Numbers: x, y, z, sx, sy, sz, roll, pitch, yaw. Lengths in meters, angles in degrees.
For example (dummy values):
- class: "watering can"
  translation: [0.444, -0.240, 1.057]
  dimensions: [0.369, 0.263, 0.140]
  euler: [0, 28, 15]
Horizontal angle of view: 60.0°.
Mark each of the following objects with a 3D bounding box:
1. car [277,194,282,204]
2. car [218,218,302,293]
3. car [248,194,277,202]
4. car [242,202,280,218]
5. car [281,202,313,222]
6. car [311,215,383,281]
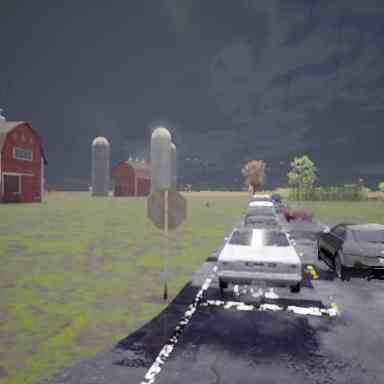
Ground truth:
- class: "car"
  translation: [17.389, 1.410, 68.923]
  dimensions: [2.150, 2.045, 5.566]
  euler: [0, 0, 12]
- class: "car"
  translation: [1.853, 1.632, 9.206]
  dimensions: [1.895, 1.301, 4.718]
  euler: [0, 0, 12]
- class: "car"
  translation: [6.495, 1.320, 31.191]
  dimensions: [2.150, 2.045, 5.566]
  euler: [0, 0, 12]
- class: "car"
  translation: [4.176, 1.572, 20.156]
  dimensions: [1.837, 1.490, 4.892]
  euler: [0, -1, 12]
- class: "car"
  translation: [8.516, 1.690, 26.987]
  dimensions: [1.895, 1.301, 4.718]
  euler: [0, 0, 12]
- class: "car"
  translation: [4.971, 1.601, 9.795]
  dimensions: [1.994, 1.385, 4.181]
  euler: [0, 0, 11]
